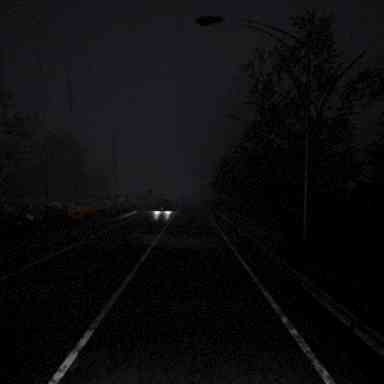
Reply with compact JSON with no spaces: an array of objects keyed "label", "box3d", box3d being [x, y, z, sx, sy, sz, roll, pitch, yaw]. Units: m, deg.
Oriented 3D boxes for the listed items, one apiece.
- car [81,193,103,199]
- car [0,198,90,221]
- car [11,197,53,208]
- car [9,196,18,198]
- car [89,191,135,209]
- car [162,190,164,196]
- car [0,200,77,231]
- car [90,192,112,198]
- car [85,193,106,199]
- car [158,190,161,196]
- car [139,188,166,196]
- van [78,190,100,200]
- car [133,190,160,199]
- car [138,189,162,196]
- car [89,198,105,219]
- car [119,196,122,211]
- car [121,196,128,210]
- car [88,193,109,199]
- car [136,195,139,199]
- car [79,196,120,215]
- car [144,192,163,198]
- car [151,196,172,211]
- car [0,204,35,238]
[{"label":"car","box3d":[-23.498,0.932,78.280,4.674,1.452,2.002,0,0,0]},{"label":"car","box3d":[-10.422,1.432,23.640,5.366,1.575,1.946,0,0,0]},{"label":"car","box3d":[-23.274,1.549,48.513,5.008,1.535,2.097,0,0,0]},{"label":"car","box3d":[-23.110,1.491,37.556,5.366,1.575,1.946,0,0,0]},{"label":"car","box3d":[-10.240,1.259,40.295,5.566,2.045,2.435,0,0,0]},{"label":"car","box3d":[-10.397,0.873,84.008,5.008,1.535,2.097,0,1,0]},{"label":"car","box3d":[-10.235,1.434,20.872,4.892,1.521,2.231,0,0,0]},{"label":"car","box3d":[-23.661,0.844,86.770,5.366,1.575,1.946,0,1,0]},{"label":"car","box3d":[-23.492,0.925,81.065,4.674,1.452,2.002,0,0,0]},{"label":"car","box3d":[-10.445,0.924,78.443,4.792,1.488,2.163,0,0,0]},{"label":"car","box3d":[-10.424,0.598,86.800,5.566,2.045,2.435,0,1,0]},{"label":"van","box3d":[-23.375,0.675,75.606,4.442,1.987,1.878,1,0,0]},{"label":"car","box3d":[-10.393,0.931,75.659,4.792,1.488,2.163,0,0,0]},{"label":"car","box3d":[-10.440,0.762,81.229,4.553,1.767,2.185,0,0,0]},{"label":"car","box3d":[-10.047,1.440,26.292,5.366,1.575,1.946,0,0,0]},{"label":"car","box3d":[-10.226,1.484,34.741,4.892,1.521,2.231,0,0,0]},{"label":"car","box3d":[-10.401,1.493,37.518,5.366,1.575,1.946,0,0,0]},{"label":"car","box3d":[-23.511,0.900,83.978,4.792,1.488,2.163,0,0,0]},{"label":"car","box3d":[-10.174,1.568,45.846,4.792,1.488,2.163,0,0,0]},{"label":"car","box3d":[-10.039,1.466,31.965,5.366,1.575,1.946,0,0,0]},{"label":"car","box3d":[-10.383,0.817,89.592,4.892,1.521,2.231,0,1,0]},{"label":"car","box3d":[-3.405,1.489,40.295,2.033,1.411,5.357,0,0,0]},{"label":"car","box3d":[-10.279,1.475,15.320,4.792,1.488,2.163,0,0,0]}]
